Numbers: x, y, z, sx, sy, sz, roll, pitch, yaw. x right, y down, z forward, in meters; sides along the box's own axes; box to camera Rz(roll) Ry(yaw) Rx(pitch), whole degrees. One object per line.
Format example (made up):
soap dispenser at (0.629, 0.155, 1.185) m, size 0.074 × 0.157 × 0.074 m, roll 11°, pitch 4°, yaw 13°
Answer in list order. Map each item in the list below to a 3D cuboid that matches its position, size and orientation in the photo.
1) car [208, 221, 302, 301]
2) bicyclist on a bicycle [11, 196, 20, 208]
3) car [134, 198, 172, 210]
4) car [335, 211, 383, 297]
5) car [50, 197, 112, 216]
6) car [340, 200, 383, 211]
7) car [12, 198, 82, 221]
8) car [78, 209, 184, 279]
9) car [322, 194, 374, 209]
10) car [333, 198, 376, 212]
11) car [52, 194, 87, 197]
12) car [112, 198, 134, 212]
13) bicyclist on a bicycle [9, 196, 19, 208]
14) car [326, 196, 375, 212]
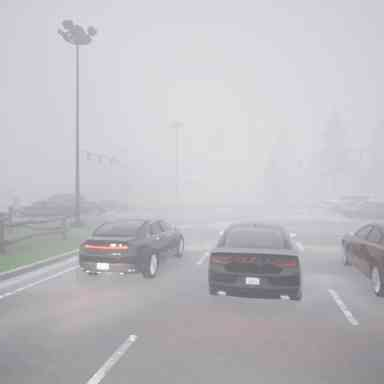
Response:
car at (1.635, 1.478, 8.501) m, size 1.882 × 1.535 × 5.008 m, roll 0°, pitch 0°, yaw 12°
bicyclist on a bicycle at (-22.911, 1.302, 43.666) m, size 0.582 × 1.620 × 1.656 m, roll 0°, pitch 0°, yaw -9°
car at (-5.038, 1.477, 41.265) m, size 5.008 × 1.535 × 1.882 m, roll 0°, pitch 0°, yaw -2°
car at (5.191, 1.478, 8.385) m, size 1.882 × 1.535 × 5.008 m, roll 0°, pitch 0°, yaw 12°
car at (-10.191, 1.506, 30.490) m, size 4.892 × 1.490 × 1.837 m, roll 0°, pitch 0°, yaw -4°
car at (14.595, 1.564, 26.740) m, size 4.181 × 1.385 × 1.994 m, roll 0°, pitch 0°, yaw 6°
car at (-11.892, 1.477, 26.838) m, size 5.008 × 1.535 × 1.882 m, roll 0°, pitch 0°, yaw -5°
car at (-1.580, 1.505, 10.209) m, size 1.837 × 1.490 × 4.892 m, roll 0°, pitch 0°, yaw 13°
car at (17.511, 1.221, 36.995) m, size 5.566 × 2.045 × 2.150 m, roll 0°, pitch 0°, yaw 6°
car at (15.768, 1.525, 30.138) m, size 4.674 × 1.442 × 1.812 m, roll 0°, pitch 0°, yaw 6°
car at (-13.275, 1.223, 33.783) m, size 5.566 × 2.045 × 2.150 m, roll 0°, pitch 0°, yaw -5°
car at (-9.518, 1.477, 37.547) m, size 5.008 × 1.535 × 1.882 m, roll 0°, pitch 0°, yaw -3°
bicyclist on a bicycle at (-23.351, 1.302, 43.599) m, size 0.582 × 1.620 × 1.656 m, roll 0°, pitch 0°, yaw -9°
car at (16.708, 1.477, 33.558) m, size 5.008 × 1.535 × 1.882 m, roll 0°, pitch 0°, yaw 6°
